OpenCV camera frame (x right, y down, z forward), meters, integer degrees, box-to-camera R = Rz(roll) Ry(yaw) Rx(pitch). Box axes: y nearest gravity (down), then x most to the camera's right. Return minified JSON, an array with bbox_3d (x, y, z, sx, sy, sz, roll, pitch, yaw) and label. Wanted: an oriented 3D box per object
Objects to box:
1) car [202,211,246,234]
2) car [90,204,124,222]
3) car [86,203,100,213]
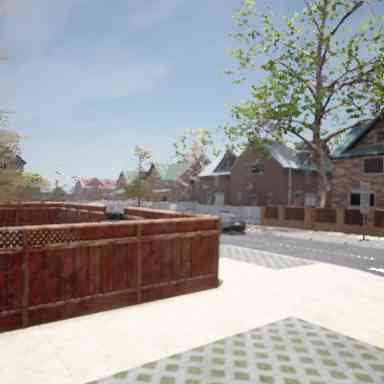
[{"bbox_3d":[1.628,1.936,22.040,1.994,1.385,4.181,2,-2,-35],"label":"car"},{"bbox_3d":[-7.492,2.007,30.003,1.895,1.301,4.718,2,-2,-35],"label":"car"},{"bbox_3d":[-12.285,2.134,42.067,1.882,1.535,5.008,2,-2,-35],"label":"car"}]
